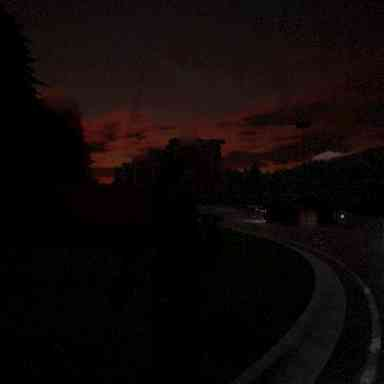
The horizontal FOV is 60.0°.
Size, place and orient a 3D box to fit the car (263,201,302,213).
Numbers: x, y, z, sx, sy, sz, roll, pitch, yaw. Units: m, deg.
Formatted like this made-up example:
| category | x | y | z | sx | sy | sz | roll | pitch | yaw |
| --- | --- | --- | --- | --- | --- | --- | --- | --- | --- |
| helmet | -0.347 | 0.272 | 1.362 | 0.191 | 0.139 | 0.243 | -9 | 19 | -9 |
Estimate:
| category | x | y | z | sx | sy | sz | roll | pitch | yaw |
| --- | --- | --- | --- | --- | --- | --- | --- | --- | --- |
| car | 11.518 | 1.893 | 42.935 | 2.033 | 1.411 | 5.357 | 0 | 0 | -22 |

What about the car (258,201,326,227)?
| category | x | y | z | sx | sy | sz | roll | pitch | yaw |
| --- | --- | --- | --- | --- | --- | --- | --- | --- | --- |
| car | 7.343 | 1.711 | 25.010 | 1.837 | 1.490 | 4.892 | 0 | 0 | -22 |

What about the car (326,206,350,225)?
| category | x | y | z | sx | sy | sz | roll | pitch | yaw |
| --- | --- | --- | --- | --- | --- | --- | --- | --- | --- |
| car | 10.466 | 1.794 | 26.627 | 1.994 | 1.385 | 4.181 | 0 | 0 | -22 |

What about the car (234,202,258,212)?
| category | x | y | z | sx | sy | sz | roll | pitch | yaw |
| --- | --- | --- | --- | --- | --- | --- | --- | --- | --- |
| car | 7.375 | 1.933 | 43.883 | 1.895 | 1.301 | 4.718 | 0 | 0 | -22 |
